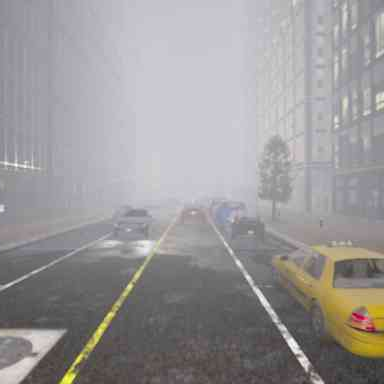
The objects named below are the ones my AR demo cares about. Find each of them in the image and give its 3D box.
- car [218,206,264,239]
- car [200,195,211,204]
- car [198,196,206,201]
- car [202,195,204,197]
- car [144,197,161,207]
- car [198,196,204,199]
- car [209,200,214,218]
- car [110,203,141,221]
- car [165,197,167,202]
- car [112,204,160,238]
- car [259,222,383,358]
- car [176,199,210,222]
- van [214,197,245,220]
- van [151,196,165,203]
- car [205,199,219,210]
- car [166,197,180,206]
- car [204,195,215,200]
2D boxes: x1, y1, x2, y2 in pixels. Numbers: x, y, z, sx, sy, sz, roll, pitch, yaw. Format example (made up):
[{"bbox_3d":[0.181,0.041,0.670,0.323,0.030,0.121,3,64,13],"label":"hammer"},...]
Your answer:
[{"bbox_3d":[2.696,1.629,17.487,2.008,1.369,4.403,0,0,0],"label":"car"},{"bbox_3d":[2.714,1.557,68.763,2.192,1.841,5.009,0,0,0],"label":"car"},{"bbox_3d":[2.722,1.830,91.555,1.887,1.381,4.507,0,0,0],"label":"car"},{"bbox_3d":[2.707,1.509,51.672,2.192,1.841,5.009,0,0,0],"label":"car"},{"bbox_3d":[-5.675,1.758,45.977,1.802,1.307,4.206,0,0,0],"label":"car"},{"bbox_3d":[0.113,1.667,42.160,2.163,1.488,4.792,0,0,0],"label":"car"},{"bbox_3d":[2.700,1.666,28.883,1.887,1.381,4.507,0,0,0],"label":"car"},{"bbox_3d":[-5.681,1.703,28.886,1.802,1.307,4.206,0,0,0],"label":"car"},{"bbox_3d":[-5.663,1.832,80.163,1.947,1.339,4.313,0,0,0],"label":"car"},{"bbox_3d":[-3.093,1.609,18.542,1.812,1.442,4.674,0,0,0],"label":"car"},{"bbox_3d":[2.691,1.554,6.262,1.752,1.417,4.829,0,0,0],"label":"car"},{"bbox_3d":[0.108,1.619,27.193,2.163,1.488,4.792,0,0,0],"label":"car"},{"bbox_3d":[2.697,1.442,23.186,1.690,1.788,3.998,0,0,0],"label":"van"},{"bbox_3d":[-5.673,1.535,51.676,1.690,1.788,3.998,0,0,0],"label":"van"},{"bbox_3d":[2.705,1.702,46.143,1.752,1.417,4.829,0,0,0],"label":"car"},{"bbox_3d":[-3.030,1.720,59.029,1.837,1.490,4.892,0,0,1],"label":"car"},{"bbox_3d":[2.701,1.454,34.581,2.192,1.841,5.009,0,0,0],"label":"car"}]
